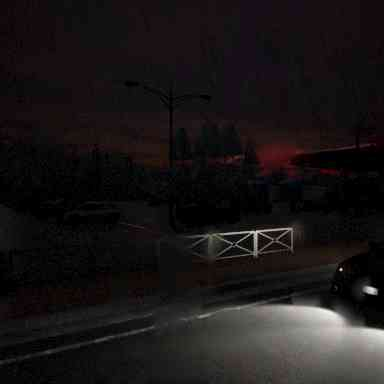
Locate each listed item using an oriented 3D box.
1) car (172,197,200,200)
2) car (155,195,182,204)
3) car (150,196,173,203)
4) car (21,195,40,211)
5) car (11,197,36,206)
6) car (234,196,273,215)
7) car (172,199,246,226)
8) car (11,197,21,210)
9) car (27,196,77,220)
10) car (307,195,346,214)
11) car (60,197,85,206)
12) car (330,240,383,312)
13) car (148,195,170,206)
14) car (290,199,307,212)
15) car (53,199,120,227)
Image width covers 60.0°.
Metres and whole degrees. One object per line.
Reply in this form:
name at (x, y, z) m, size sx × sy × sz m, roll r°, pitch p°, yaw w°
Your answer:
car at (0.093, 1.490, 44.738) m, size 4.514 × 1.523 × 2.007 m, roll 0°, pitch 0°, yaw -32°
car at (-4.763, 1.522, 67.385) m, size 5.027 × 1.636 × 2.152 m, roll 0°, pitch 0°, yaw -32°
car at (-6.450, 1.531, 70.030) m, size 4.514 × 1.523 × 2.007 m, roll 0°, pitch 0°, yaw -32°
car at (-17.146, 1.268, 38.229) m, size 3.866 × 1.878 × 1.905 m, roll 0°, pitch 0°, yaw -32°
car at (-28.628, 1.565, 56.395) m, size 3.633 × 1.501 × 1.845 m, roll 0°, pitch 0°, yaw -32°
car at (6.006, 1.289, 33.751) m, size 4.605 × 1.855 × 1.932 m, roll 0°, pitch 0°, yaw -32°
car at (1.109, 1.490, 22.597) m, size 4.514 × 1.523 × 2.007 m, roll 0°, pitch 0°, yaw -32°
car at (-19.018, 1.289, 40.489) m, size 4.605 × 1.855 × 1.932 m, roll 0°, pitch 0°, yaw -32°
car at (-10.449, 1.345, 27.327) m, size 5.027 × 1.636 × 2.152 m, roll 0°, pitch 0°, yaw -32°
car at (14.431, 1.268, 35.069) m, size 3.866 × 1.878 × 1.905 m, roll 0°, pitch 0°, yaw -32°
car at (-20.745, 1.576, 57.740) m, size 3.806 × 1.475 × 1.970 m, roll 0°, pitch 0°, yaw -32°
car at (4.862, 1.564, 6.935) m, size 4.181 × 1.385 × 1.994 m, roll 0°, pitch 0°, yaw -31°
car at (-5.102, 1.511, 53.275) m, size 3.633 × 1.501 × 1.845 m, roll 0°, pitch 0°, yaw -32°
car at (13.211, 1.553, 38.222) m, size 3.806 × 1.475 × 1.970 m, roll 0°, pitch 0°, yaw -32°
car at (-6.814, 1.424, 22.028) m, size 3.806 × 1.475 × 1.970 m, roll 0°, pitch 0°, yaw -32°
